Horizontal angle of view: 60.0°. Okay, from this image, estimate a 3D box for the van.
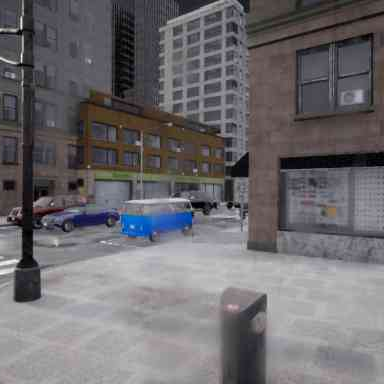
[{"bbox_3d":[-1.439,1.208,15.451,1.690,1.788,3.998,1,1,35],"label":"van"}]

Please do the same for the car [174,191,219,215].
[{"bbox_3d":[-0.405,0.924,27.082,2.150,2.045,5.566,0,1,35],"label":"car"}]

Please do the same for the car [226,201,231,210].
[{"bbox_3d":[5.458,1.178,35.369,1.895,1.301,4.718,1,1,36],"label":"car"}]

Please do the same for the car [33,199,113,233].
[{"bbox_3d":[-6.177,1.351,18.926,1.812,1.442,4.674,0,1,35],"label":"car"}]

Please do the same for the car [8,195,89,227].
[{"bbox_3d":[-8.399,1.123,20.372,2.192,1.841,5.009,1,1,35],"label":"car"}]

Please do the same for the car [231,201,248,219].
[{"bbox_3d":[5.036,1.280,24.614,2.008,1.369,4.403,1,1,35],"label":"car"}]
